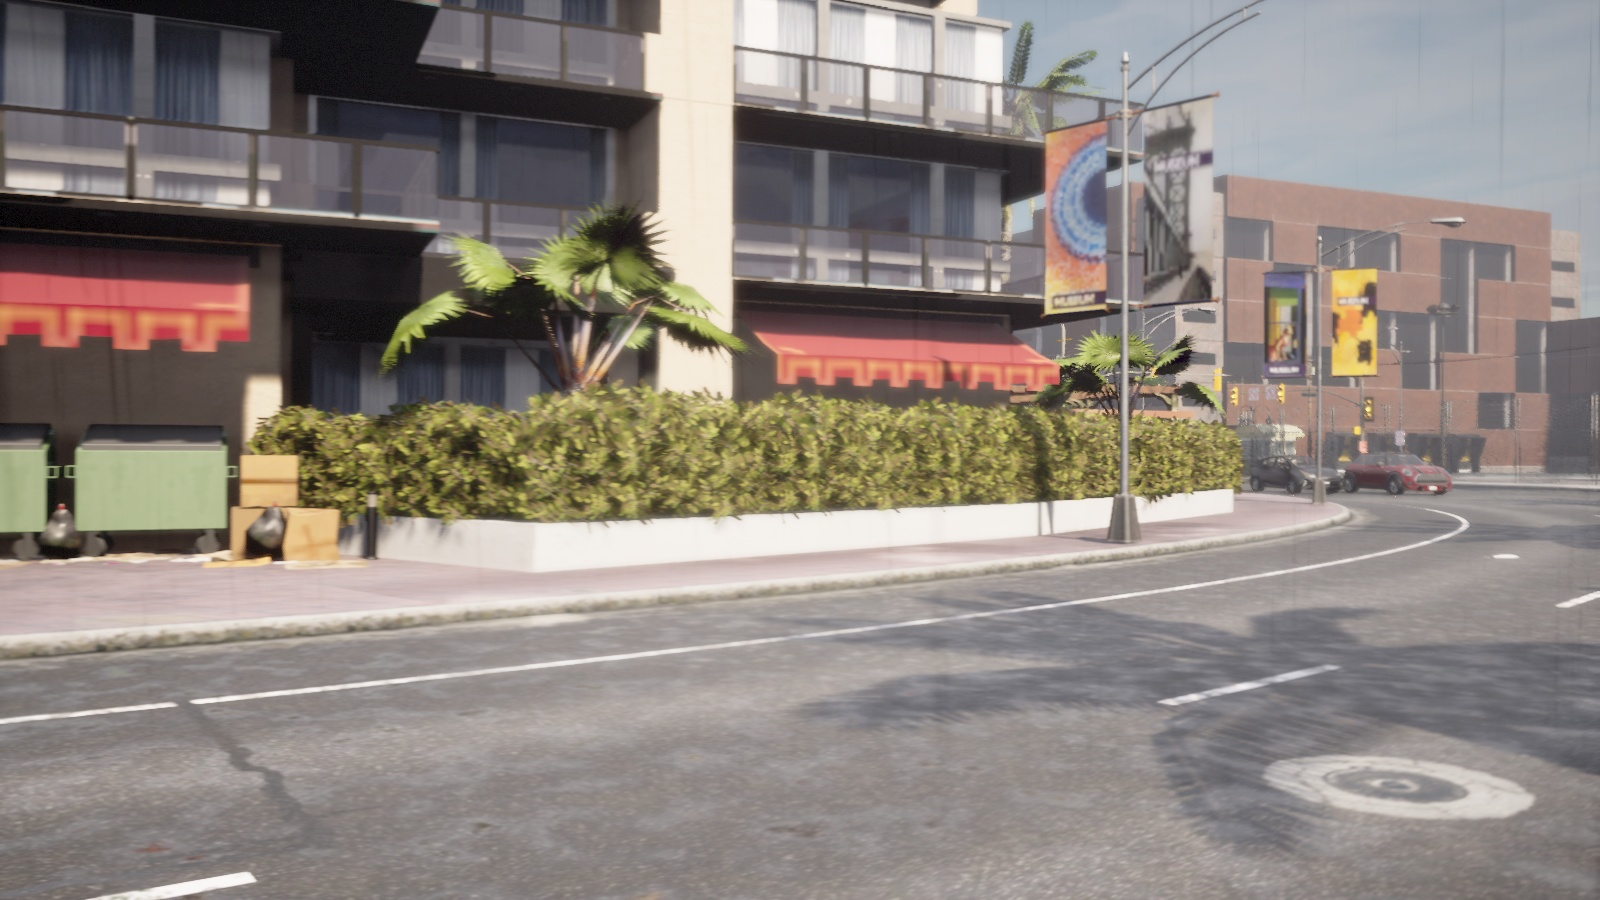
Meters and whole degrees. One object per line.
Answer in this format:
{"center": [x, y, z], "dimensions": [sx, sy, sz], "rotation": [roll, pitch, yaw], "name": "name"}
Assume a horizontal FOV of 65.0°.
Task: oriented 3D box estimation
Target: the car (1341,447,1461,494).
{"center": [23.643, 0.770, 49.618], "dimensions": [2.097, 1.767, 4.553], "rotation": [0, 0, -9], "name": "car"}

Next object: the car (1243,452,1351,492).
{"center": [19.952, 0.867, 50.608], "dimensions": [2.007, 1.525, 4.514], "rotation": [0, 0, -10], "name": "car"}
